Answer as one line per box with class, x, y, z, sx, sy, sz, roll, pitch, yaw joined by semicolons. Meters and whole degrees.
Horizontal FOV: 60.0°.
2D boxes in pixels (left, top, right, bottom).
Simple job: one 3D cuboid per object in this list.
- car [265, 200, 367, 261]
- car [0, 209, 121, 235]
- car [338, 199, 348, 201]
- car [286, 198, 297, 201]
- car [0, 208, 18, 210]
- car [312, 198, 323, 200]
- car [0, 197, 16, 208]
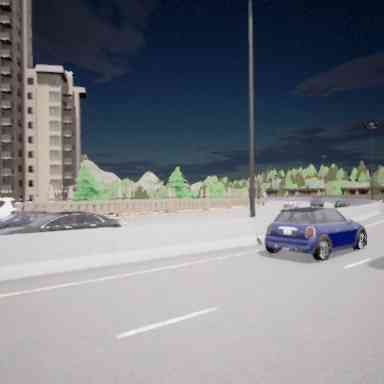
car;4.774;1.355;12.556;4.553;1.767;2.097;0;0;-42
car;-5.223;1.556;13.431;4.892;1.490;1.837;0;0;-39
car;21.519;1.674;47.445;1.994;1.385;4.181;-1;0;25
car;14.721;1.690;49.391;1.812;1.442;4.674;-1;0;25
car;-7.763;1.615;15.792;5.357;1.411;2.033;0;0;-38
car;18.920;1.651;50.135;1.837;1.490;4.892;0;0;24
car;-11.916;1.309;17.070;5.566;2.045;2.150;0;0;-36
